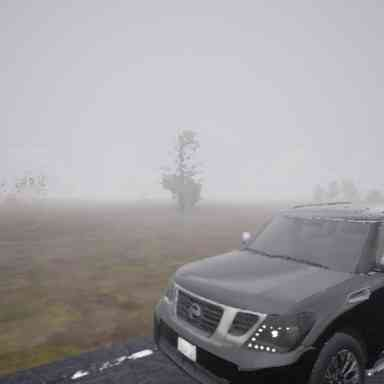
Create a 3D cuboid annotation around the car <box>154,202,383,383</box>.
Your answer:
[{"bbox_3d":[2.195,1.214,4.944,5.566,2.045,2.150,0,0,-35],"label":"car"}]
